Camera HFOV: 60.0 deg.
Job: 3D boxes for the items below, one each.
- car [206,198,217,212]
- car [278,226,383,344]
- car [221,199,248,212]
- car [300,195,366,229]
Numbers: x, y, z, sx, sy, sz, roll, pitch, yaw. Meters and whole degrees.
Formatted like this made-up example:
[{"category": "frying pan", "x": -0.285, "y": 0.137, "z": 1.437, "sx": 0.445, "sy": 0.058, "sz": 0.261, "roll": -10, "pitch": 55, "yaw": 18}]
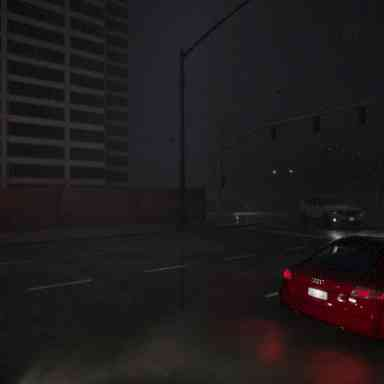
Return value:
[{"category": "car", "x": 0.312, "y": 1.220, "z": 37.974, "sx": 2.150, "sy": 2.045, "sz": 5.566, "roll": 0, "pitch": 0, "yaw": -36}, {"category": "car", "x": 3.614, "y": 1.564, "z": 6.376, "sx": 4.181, "sy": 1.385, "sz": 1.994, "roll": 0, "pitch": 0, "yaw": -35}, {"category": "car", "x": 4.334, "y": 1.526, "z": 38.427, "sx": 1.812, "sy": 1.442, "sz": 4.674, "roll": 0, "pitch": 0, "yaw": -36}, {"category": "car", "x": 9.072, "y": 1.223, "z": 22.030, "sx": 2.150, "sy": 2.045, "sz": 5.566, "roll": 1, "pitch": 0, "yaw": -4}]
